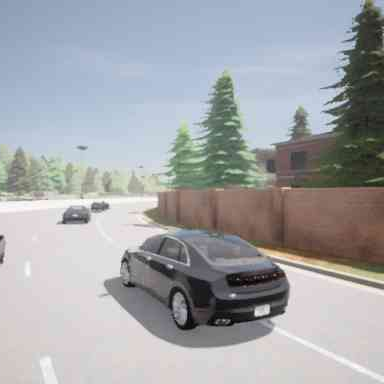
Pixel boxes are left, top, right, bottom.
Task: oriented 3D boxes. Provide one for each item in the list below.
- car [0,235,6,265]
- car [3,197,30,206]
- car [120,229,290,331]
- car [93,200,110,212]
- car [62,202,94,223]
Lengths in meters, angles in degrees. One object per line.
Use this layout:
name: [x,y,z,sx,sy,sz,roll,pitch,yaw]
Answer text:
car: [-6.230,1.641,9.105,1.895,1.301,4.718,1,-1,-27]
car: [-32.871,1.782,62.378,2.128,1.511,4.902,0,-1,5]
car: [-0.110,1.572,7.207,1.837,1.490,4.892,1,-1,-29]
car: [-12.145,1.796,44.046,2.128,1.511,4.902,0,-1,-4]
car: [-9.332,1.741,27.071,1.994,1.385,4.181,1,0,-15]
